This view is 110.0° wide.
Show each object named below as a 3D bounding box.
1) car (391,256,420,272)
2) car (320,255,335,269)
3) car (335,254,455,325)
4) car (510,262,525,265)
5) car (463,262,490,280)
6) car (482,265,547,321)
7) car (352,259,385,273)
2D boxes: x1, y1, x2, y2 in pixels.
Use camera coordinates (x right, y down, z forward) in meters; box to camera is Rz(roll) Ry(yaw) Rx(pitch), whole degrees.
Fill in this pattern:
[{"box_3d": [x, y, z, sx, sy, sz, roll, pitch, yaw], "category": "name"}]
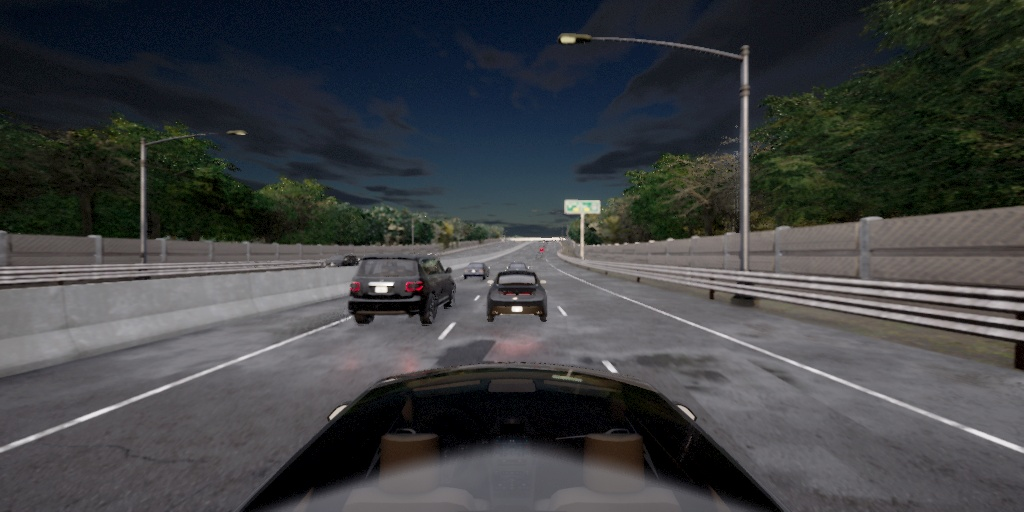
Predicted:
[{"box_3d": [-13.264, 0.958, 44.813, 2.097, 1.767, 4.553, 0, 1, 2], "category": "car"}, {"box_3d": [-20.358, 0.845, 42.599, 2.150, 2.045, 5.566, 0, 1, 2], "category": "car"}, {"box_3d": [-3.342, 0.959, 11.912, 2.150, 2.045, 5.566, 0, 0, 1], "category": "car"}, {"box_3d": [0.490, 1.261, 31.041, 2.033, 1.411, 5.357, 0, 0, 1], "category": "car"}, {"box_3d": [-3.008, 1.258, 31.042, 2.033, 1.411, 5.357, 0, 0, 1], "category": "car"}, {"box_3d": [0.168, 1.244, 12.487, 1.837, 1.490, 4.892, 0, 0, 1], "category": "car"}, {"box_3d": [-16.860, 1.155, 42.315, 1.812, 1.442, 4.674, 0, 1, 2], "category": "car"}]
